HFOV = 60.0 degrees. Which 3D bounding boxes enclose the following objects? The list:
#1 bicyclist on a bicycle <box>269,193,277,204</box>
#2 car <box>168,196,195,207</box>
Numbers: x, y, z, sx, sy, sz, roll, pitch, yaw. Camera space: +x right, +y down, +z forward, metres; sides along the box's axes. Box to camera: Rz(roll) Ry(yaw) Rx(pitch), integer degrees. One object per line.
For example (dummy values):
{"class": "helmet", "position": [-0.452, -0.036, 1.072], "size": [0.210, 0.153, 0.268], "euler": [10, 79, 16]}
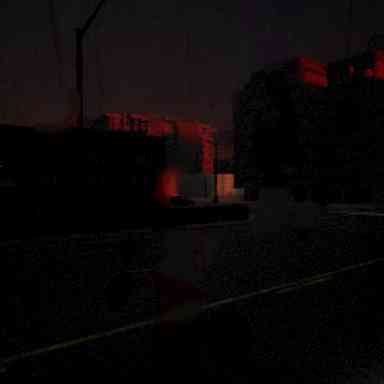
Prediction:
{"class": "bicyclist on a bicycle", "position": [11.494, 0.956, 47.256], "size": [1.656, 1.620, 0.582], "euler": [-1, 1, -38]}
{"class": "car", "position": [-1.509, 1.286, 46.132], "size": [1.812, 1.442, 4.674], "euler": [-1, 0, -38]}
